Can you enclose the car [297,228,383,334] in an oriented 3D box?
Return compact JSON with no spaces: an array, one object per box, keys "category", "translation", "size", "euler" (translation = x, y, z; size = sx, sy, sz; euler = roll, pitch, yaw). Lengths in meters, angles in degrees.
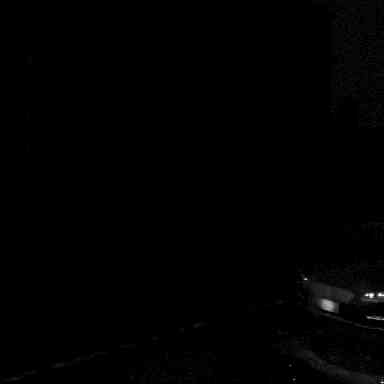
[{"category":"car","translation":[4.118,1.509,6.628],"size":[4.902,1.511,2.128],"euler":[0,0,-36]}]
